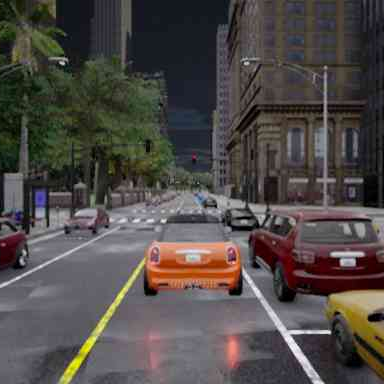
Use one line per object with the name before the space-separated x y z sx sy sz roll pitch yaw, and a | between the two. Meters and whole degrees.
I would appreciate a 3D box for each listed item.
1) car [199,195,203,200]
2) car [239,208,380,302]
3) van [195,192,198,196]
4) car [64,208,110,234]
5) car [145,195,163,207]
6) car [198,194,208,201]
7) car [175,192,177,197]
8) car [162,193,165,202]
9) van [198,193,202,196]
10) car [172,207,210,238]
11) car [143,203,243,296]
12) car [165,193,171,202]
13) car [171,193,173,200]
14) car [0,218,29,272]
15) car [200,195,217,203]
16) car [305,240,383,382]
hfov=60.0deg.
car | 2.464 1.528 50.920 1.947 1.339 4.313 0 0 0
car | 2.717 1.311 8.213 2.192 1.841 5.009 0 0 0
van | 2.270 1.256 83.442 1.690 1.788 3.998 0 0 0
car | -5.872 1.572 19.031 1.802 1.307 4.206 0 0 0
car | -6.062 1.512 50.889 2.008 1.369 4.403 0 0 0
car | 2.431 1.481 56.511 1.752 1.417 4.829 0 0 0
car | -6.320 1.209 94.251 2.192 1.841 5.009 0 0 0
car | -6.094 1.396 56.309 1.967 1.590 4.097 0 0 0
van | 2.398 1.290 61.761 1.690 1.788 3.998 0 0 0
car | -0.045 1.591 18.652 1.895 1.301 4.718 0 0 0
car | 0.025 1.348 8.833 2.097 1.767 4.553 0 0 0
car | -6.191 1.373 72.570 1.967 1.590 4.097 0 0 0
car | -6.224 1.239 77.990 2.192 1.841 5.009 0 0 0
car | -5.808 1.436 8.178 1.967 1.590 4.097 0 0 0
car | 2.496 1.533 45.500 1.947 1.339 4.313 0 0 0
car | 2.749 1.524 2.958 1.752 1.417 4.829 0 0 0
